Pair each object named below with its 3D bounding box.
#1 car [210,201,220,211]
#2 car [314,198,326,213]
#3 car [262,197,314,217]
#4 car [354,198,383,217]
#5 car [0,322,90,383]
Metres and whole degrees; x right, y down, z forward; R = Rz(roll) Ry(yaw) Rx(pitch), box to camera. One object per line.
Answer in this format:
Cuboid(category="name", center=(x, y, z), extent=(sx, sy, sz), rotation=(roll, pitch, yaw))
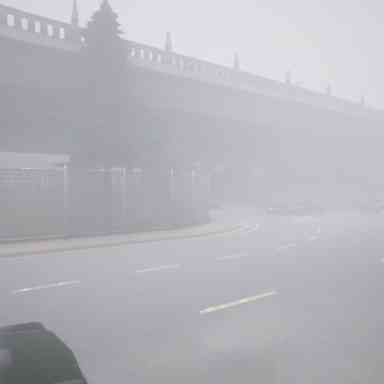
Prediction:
Cuboid(category="car", center=(1.053, 1.376, 38.052), extent=(2.033, 1.411, 5.357), rotation=(0, 0, -29))
Cuboid(category="car", center=(11.035, 1.267, 32.922), extent=(1.882, 1.535, 5.008), rotation=(0, 0, -18))
Cuboid(category="car", center=(8.198, 1.368, 29.784), extent=(2.033, 1.411, 5.357), rotation=(0, 0, -16))
Cuboid(category="car", center=(15.903, 1.284, 28.236), extent=(1.837, 1.490, 4.892), rotation=(0, 0, -10))
Cuboid(category="car", center=(-2.901, 1.612, 1.677), extent=(4.718, 1.301, 1.895), rotation=(-1, 0, -35))
